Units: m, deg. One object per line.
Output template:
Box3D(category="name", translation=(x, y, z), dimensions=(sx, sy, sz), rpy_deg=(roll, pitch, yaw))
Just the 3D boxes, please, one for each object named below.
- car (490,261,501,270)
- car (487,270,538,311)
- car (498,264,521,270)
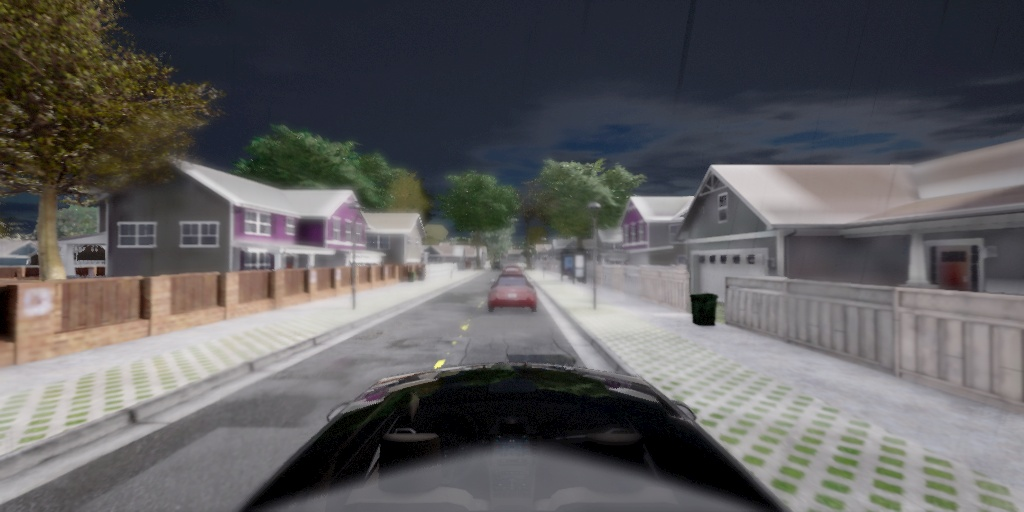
Box3D(category="car", translation=(-2.770, 1.763, 65.288), dimensions=(2.097, 1.767, 4.553), rpy_deg=(0, -1, 1))
Box3D(category="car", translation=(0.022, 1.456, 15.291), dimensions=(1.994, 1.385, 4.181), rpy_deg=(0, -1, 0))
Box3D(category="car", translation=(0.027, 1.578, 30.742), dimensions=(1.812, 1.442, 4.674), rpy_deg=(0, 0, 0))
